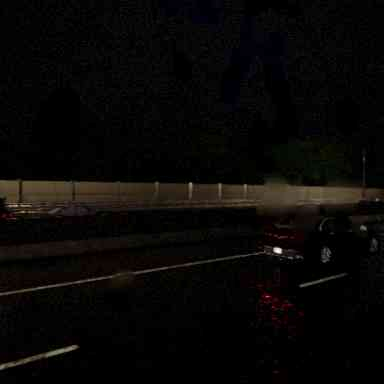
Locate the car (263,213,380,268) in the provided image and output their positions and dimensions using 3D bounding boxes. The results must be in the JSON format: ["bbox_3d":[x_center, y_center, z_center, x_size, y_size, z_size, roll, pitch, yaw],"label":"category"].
[{"bbox_3d":[4.520,1.484,11.317,4.892,1.490,1.837,0,0,-36],"label":"car"}]

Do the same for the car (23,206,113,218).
[{"bbox_3d":[-7.442,1.547,20.206,5.357,1.411,2.033,0,0,-36],"label":"car"}]

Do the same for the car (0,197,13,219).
[{"bbox_3d":[-10.476,1.234,13.708,5.566,2.045,2.150,0,0,-36],"label":"car"}]

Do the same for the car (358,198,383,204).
[{"bbox_3d":[26.152,1.622,48.584,4.902,1.511,2.128,1,0,-35],"label":"car"}]
